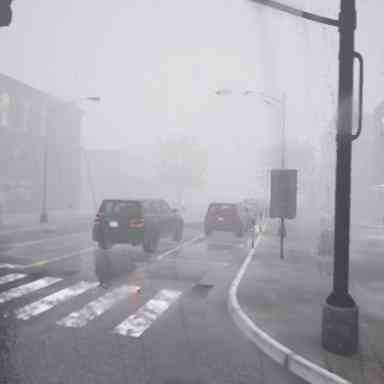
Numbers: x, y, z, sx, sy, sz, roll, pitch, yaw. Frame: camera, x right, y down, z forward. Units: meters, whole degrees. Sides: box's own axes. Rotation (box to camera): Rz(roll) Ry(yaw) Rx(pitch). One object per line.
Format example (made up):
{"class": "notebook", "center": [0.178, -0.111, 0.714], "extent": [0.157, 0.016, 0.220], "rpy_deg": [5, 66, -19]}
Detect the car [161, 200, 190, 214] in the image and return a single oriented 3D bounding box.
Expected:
{"class": "car", "center": [-1.798, 1.651, 37.069], "extent": [1.947, 1.339, 4.313], "rpy_deg": [2, 0, 15]}

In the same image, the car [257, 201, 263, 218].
{"class": "car", "center": [4.875, 1.803, 29.568], "extent": [2.008, 1.369, 4.403], "rpy_deg": [2, 0, 15]}

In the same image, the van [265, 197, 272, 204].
{"class": "van", "center": [19.140, 2.129, 83.132], "extent": [1.690, 1.788, 3.998], "rpy_deg": [2, 0, 15]}

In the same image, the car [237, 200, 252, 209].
{"class": "car", "center": [8.514, 2.020, 53.737], "extent": [1.895, 1.301, 4.718], "rpy_deg": [2, 0, 15]}

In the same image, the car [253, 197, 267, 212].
{"class": "car", "center": [6.310, 1.622, 34.924], "extent": [2.192, 1.841, 5.009], "rpy_deg": [2, 0, 15]}

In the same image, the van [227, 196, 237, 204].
{"class": "van", "center": [9.616, 1.855, 79.919], "extent": [1.690, 1.788, 3.998], "rpy_deg": [2, 0, 15]}

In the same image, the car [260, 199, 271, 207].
{"class": "car", "center": [14.853, 2.211, 67.062], "extent": [1.802, 1.307, 4.206], "rpy_deg": [2, 0, 15]}

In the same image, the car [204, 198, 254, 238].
{"class": "car", "center": [2.033, 1.457, 18.854], "extent": [2.192, 1.841, 5.009], "rpy_deg": [2, 0, 15]}

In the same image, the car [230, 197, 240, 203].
{"class": "car", "center": [11.033, 2.117, 85.276], "extent": [2.008, 1.369, 4.403], "rpy_deg": [2, 0, 15]}

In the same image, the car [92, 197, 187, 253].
{"class": "car", "center": [-2.029, 1.236, 14.084], "extent": [2.150, 2.045, 5.566], "rpy_deg": [2, 0, 15]}

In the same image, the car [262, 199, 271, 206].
{"class": "car", "center": [16.325, 2.209, 72.583], "extent": [1.752, 1.417, 4.829], "rpy_deg": [2, 0, 15]}

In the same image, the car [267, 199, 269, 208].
{"class": "car", "center": [9.151, 1.981, 45.637], "extent": [1.947, 1.339, 4.313], "rpy_deg": [2, 0, 15]}

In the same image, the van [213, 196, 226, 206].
{"class": "van", "center": [5.339, 1.696, 63.850], "extent": [1.690, 1.788, 3.998], "rpy_deg": [2, 0, 15]}

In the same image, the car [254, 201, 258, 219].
{"class": "car", "center": [3.454, 1.637, 24.210], "extent": [1.967, 1.590, 4.097], "rpy_deg": [2, 0, 15]}

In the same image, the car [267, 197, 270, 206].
{"class": "car", "center": [13.429, 2.127, 61.705], "extent": [2.008, 1.369, 4.403], "rpy_deg": [2, 0, 15]}
